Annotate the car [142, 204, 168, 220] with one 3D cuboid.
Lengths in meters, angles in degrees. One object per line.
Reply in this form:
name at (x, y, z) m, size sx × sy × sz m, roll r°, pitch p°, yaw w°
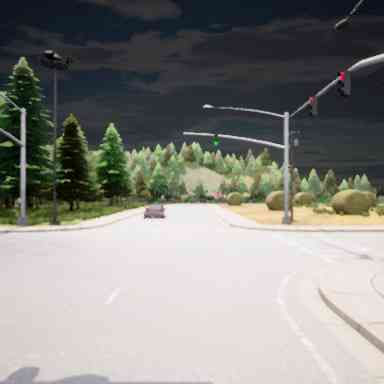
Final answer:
car at (-3.473, 1.871, 31.800) m, size 1.812 × 1.442 × 4.674 m, roll 0°, pitch 0°, yaw 0°
